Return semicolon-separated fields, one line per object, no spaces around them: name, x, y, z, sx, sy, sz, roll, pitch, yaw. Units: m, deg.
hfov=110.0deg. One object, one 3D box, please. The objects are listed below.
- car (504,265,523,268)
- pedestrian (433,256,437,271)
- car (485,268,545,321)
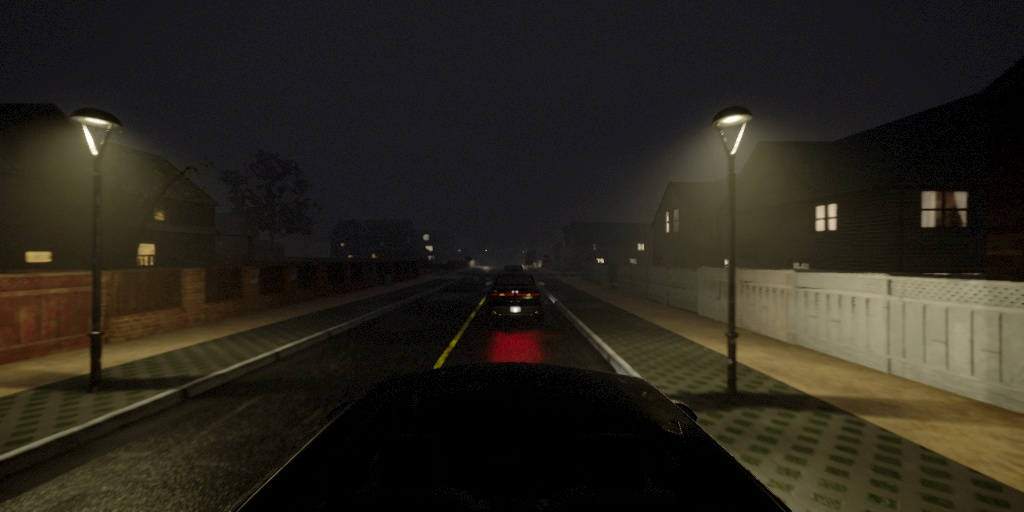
car;0.107;1.421;26.892;1.837;1.490;4.892;0;0;0
pedestrian;-9.668;0.909;45.196;0.375;1.860;0.375;0;0;1
car;0.103;1.325;12.762;1.837;1.490;4.892;0;-1;0
